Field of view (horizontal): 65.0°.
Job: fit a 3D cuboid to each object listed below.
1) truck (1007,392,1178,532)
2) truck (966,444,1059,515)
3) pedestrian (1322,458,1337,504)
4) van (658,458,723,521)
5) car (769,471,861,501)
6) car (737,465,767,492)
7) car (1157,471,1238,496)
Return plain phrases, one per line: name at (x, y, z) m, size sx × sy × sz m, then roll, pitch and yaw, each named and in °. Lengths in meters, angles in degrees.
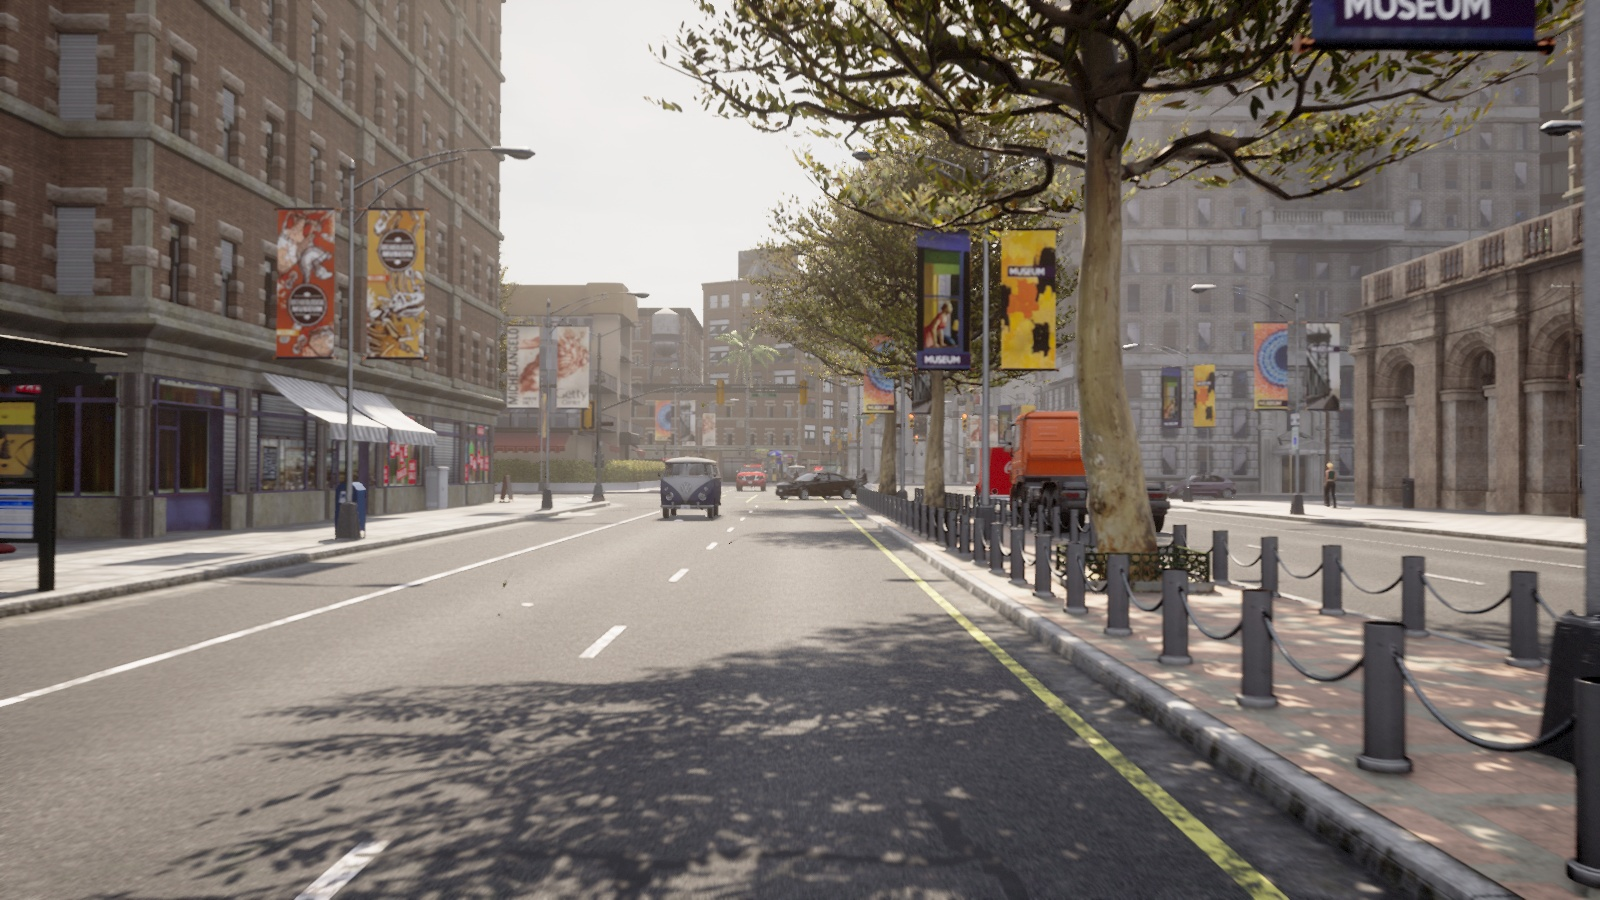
truck at (7.910, 0.387, 35.153) m, size 2.891 × 3.462 × 7.936 m, roll 0°, pitch -1°, yaw 0°
truck at (7.779, 1.076, 46.530) m, size 2.627 × 2.467 × 5.204 m, roll 0°, pitch -1°, yaw 1°
pedestrian at (21.372, 1.234, 50.690) m, size 0.345 × 1.836 × 0.594 m, roll 0°, pitch -1°, yaw 0°
van at (-3.604, 1.283, 41.885) m, size 1.775 × 1.987 × 4.442 m, roll 0°, pitch -1°, yaw 0°
car at (0.850, 1.939, 68.678) m, size 5.008 × 1.535 × 1.882 m, roll 1°, pitch -1°, yaw -40°
car at (-3.740, 2.188, 97.961) m, size 2.150 × 2.045 × 5.566 m, roll 0°, pitch -1°, yaw 0°
car at (23.477, 1.978, 74.305) m, size 4.193 × 1.474 × 1.816 m, roll 0°, pitch -1°, yaw -3°
